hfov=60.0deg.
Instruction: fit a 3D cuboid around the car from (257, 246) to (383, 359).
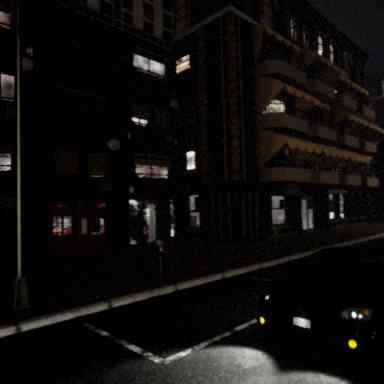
[{"bbox_3d":[3.057,1.779,6.368,4.181,1.385,1.994,1,-4,-44],"label":"car"}]
